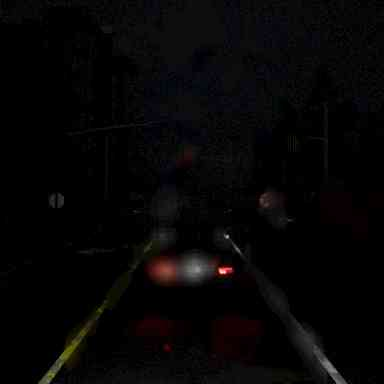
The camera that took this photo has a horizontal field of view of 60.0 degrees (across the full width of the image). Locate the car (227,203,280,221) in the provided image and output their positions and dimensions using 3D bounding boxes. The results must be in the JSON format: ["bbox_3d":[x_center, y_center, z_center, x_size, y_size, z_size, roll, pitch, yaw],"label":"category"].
[{"bbox_3d":[4.822,1.552,26.337,4.181,1.385,1.994,0,0,-2],"label":"car"}]

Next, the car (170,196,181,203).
[{"bbox_3d":[-3.352,1.545,68.862,2.033,1.411,5.357,0,0,0],"label":"car"}]

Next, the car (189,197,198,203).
[{"bbox_3d":[0.251,1.599,69.621,1.895,1.301,4.718,0,0,0],"label":"car"}]

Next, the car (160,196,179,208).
[{"bbox_3d":[-3.491,1.490,48.279,2.128,1.511,4.902,0,0,0],"label":"car"}]

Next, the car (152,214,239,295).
[{"bbox_3d":[0.078,1.547,8.849,2.033,1.411,5.357,0,0,0],"label":"car"}]

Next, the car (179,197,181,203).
[{"bbox_3d":[-3.453,1.599,58.215,1.895,1.301,4.718,0,0,0],"label":"car"}]
